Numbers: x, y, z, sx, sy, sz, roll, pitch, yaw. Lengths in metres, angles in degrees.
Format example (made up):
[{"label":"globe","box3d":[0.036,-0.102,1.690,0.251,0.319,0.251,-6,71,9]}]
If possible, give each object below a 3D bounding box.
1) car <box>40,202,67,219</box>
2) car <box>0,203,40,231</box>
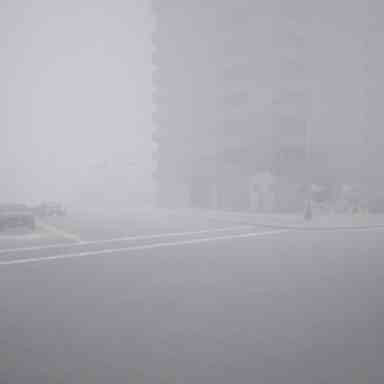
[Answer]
[{"label":"car","box3d":[-12.317,1.523,28.666,1.895,1.301,4.718,-1,0,-36]},{"label":"car","box3d":[-11.097,1.447,20.616,1.882,1.535,5.008,-1,0,-35]}]
